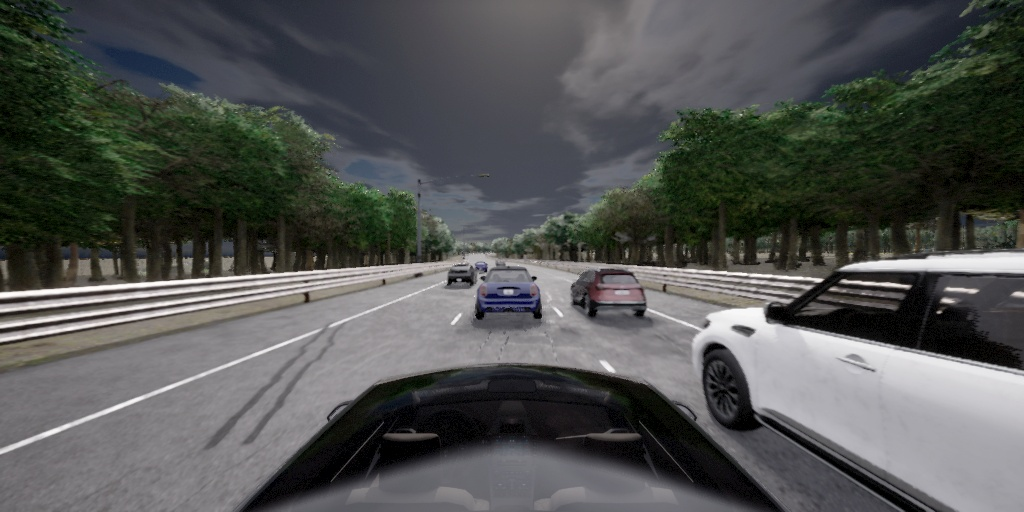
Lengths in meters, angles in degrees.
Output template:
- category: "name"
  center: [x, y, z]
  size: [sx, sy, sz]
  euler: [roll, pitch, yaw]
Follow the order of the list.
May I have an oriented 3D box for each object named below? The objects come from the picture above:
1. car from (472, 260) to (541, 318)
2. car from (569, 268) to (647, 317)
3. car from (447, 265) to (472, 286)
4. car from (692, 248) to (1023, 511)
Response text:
- category: "car"
  center: [-0.124, 1.152, 13.304]
  size: [2.097, 1.767, 4.553]
  euler: [0, 0, -1]
- category: "car"
  center: [3.441, 1.231, 13.523]
  size: [2.033, 1.649, 4.856]
  euler: [0, 0, -1]
- category: "car"
  center: [-3.658, 1.374, 26.841]
  size: [1.837, 1.490, 4.892]
  euler: [0, 0, -1]
- category: "car"
  center: [3.503, 0.972, 2.474]
  size: [2.150, 2.045, 5.566]
  euler: [0, 0, 0]
